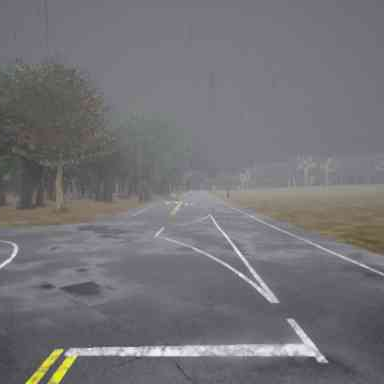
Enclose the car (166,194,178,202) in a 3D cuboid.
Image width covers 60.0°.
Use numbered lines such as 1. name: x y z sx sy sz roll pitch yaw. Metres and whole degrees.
1. car: -3.580 1.047 61.191 1.812 1.442 4.674 0 1 2
